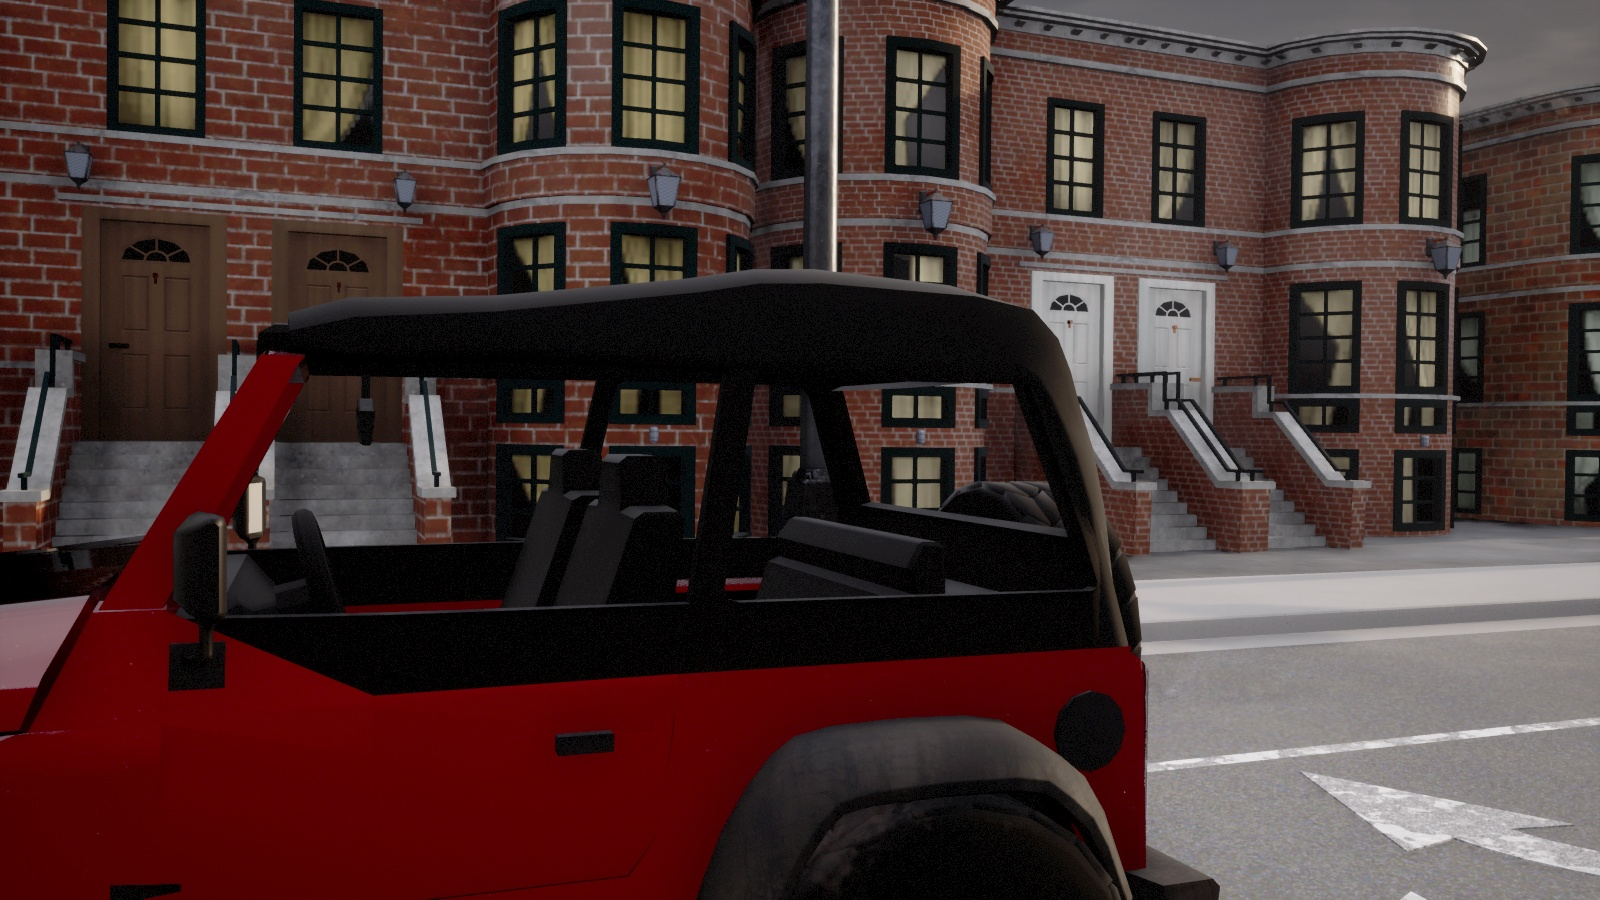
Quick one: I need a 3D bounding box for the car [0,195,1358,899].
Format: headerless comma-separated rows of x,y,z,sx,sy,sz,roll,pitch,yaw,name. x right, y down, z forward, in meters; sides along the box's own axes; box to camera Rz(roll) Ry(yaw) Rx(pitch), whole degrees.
-0.955,0.557,2.881,3.866,1.878,1.905,-1,1,-21,car
